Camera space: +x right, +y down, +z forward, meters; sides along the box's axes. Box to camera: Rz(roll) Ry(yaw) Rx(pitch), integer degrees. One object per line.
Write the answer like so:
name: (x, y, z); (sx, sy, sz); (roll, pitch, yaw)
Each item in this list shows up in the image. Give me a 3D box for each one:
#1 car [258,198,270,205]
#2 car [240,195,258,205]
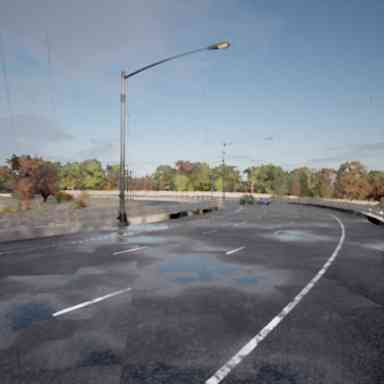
car: (14.193, 1.895, 66.087); (1.994, 1.385, 4.181); (0, 0, 1)
car: (10.714, 1.525, 64.634); (2.150, 2.045, 5.566); (0, 0, -1)
